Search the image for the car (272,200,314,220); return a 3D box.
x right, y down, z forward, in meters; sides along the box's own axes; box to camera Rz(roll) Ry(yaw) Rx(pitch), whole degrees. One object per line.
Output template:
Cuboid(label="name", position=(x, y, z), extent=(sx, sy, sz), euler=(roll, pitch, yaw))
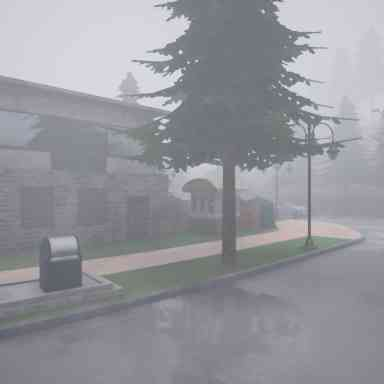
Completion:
Cuboid(label="car", position=(7.375, 1.369, 26.695), extent=(4.674, 1.442, 1.812), euler=(0, 0, 43))

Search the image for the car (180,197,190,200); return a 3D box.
Cuboid(label="car", position=(-1.010, 1.348, 34.456), extent=(4.892, 1.490, 1.837), euler=(0, 0, 43))
